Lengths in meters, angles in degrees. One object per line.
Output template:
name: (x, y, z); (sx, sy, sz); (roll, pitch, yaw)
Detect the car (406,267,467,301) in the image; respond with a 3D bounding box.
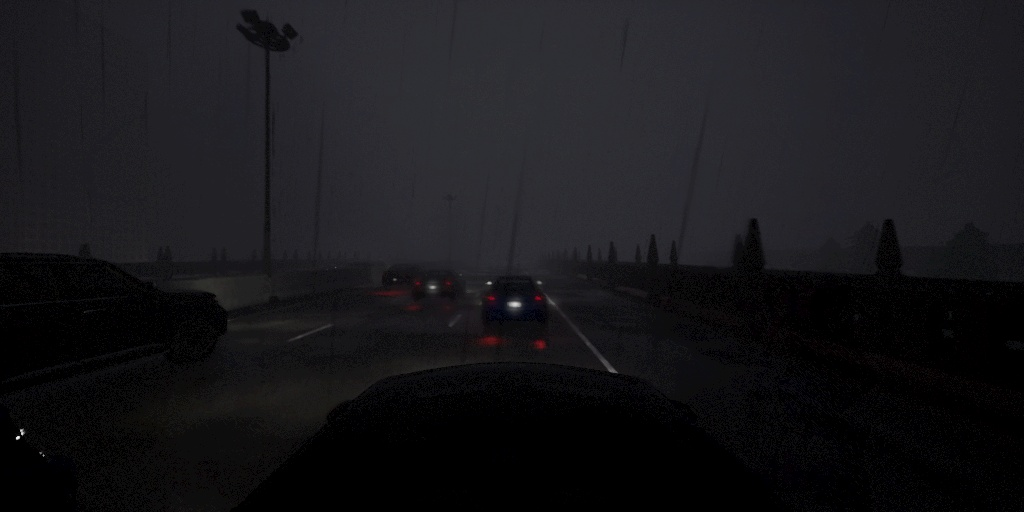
car: (-3.405, 1.318, 17.403); (1.994, 1.385, 4.181); (0, 0, 0)

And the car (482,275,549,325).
car: (0.095, 1.317, 11.869); (1.994, 1.385, 4.181); (0, 0, 0)

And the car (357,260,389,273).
car: (-17.588, 1.255, 45.552); (2.128, 1.511, 4.902); (0, 0, 0)

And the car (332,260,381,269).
car: (-14.102, 1.264, 32.856); (1.837, 1.490, 4.892); (0, 0, 0)

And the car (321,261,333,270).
car: (-21.095, 1.265, 43.424); (1.837, 1.490, 4.892); (0, 0, 0)

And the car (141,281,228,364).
car: (-6.902, 0.972, 4.951); (2.150, 2.045, 5.566); (0, 0, 0)

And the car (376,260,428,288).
car: (-6.904, 1.234, 23.618); (1.882, 1.535, 5.008); (0, 0, 0)
